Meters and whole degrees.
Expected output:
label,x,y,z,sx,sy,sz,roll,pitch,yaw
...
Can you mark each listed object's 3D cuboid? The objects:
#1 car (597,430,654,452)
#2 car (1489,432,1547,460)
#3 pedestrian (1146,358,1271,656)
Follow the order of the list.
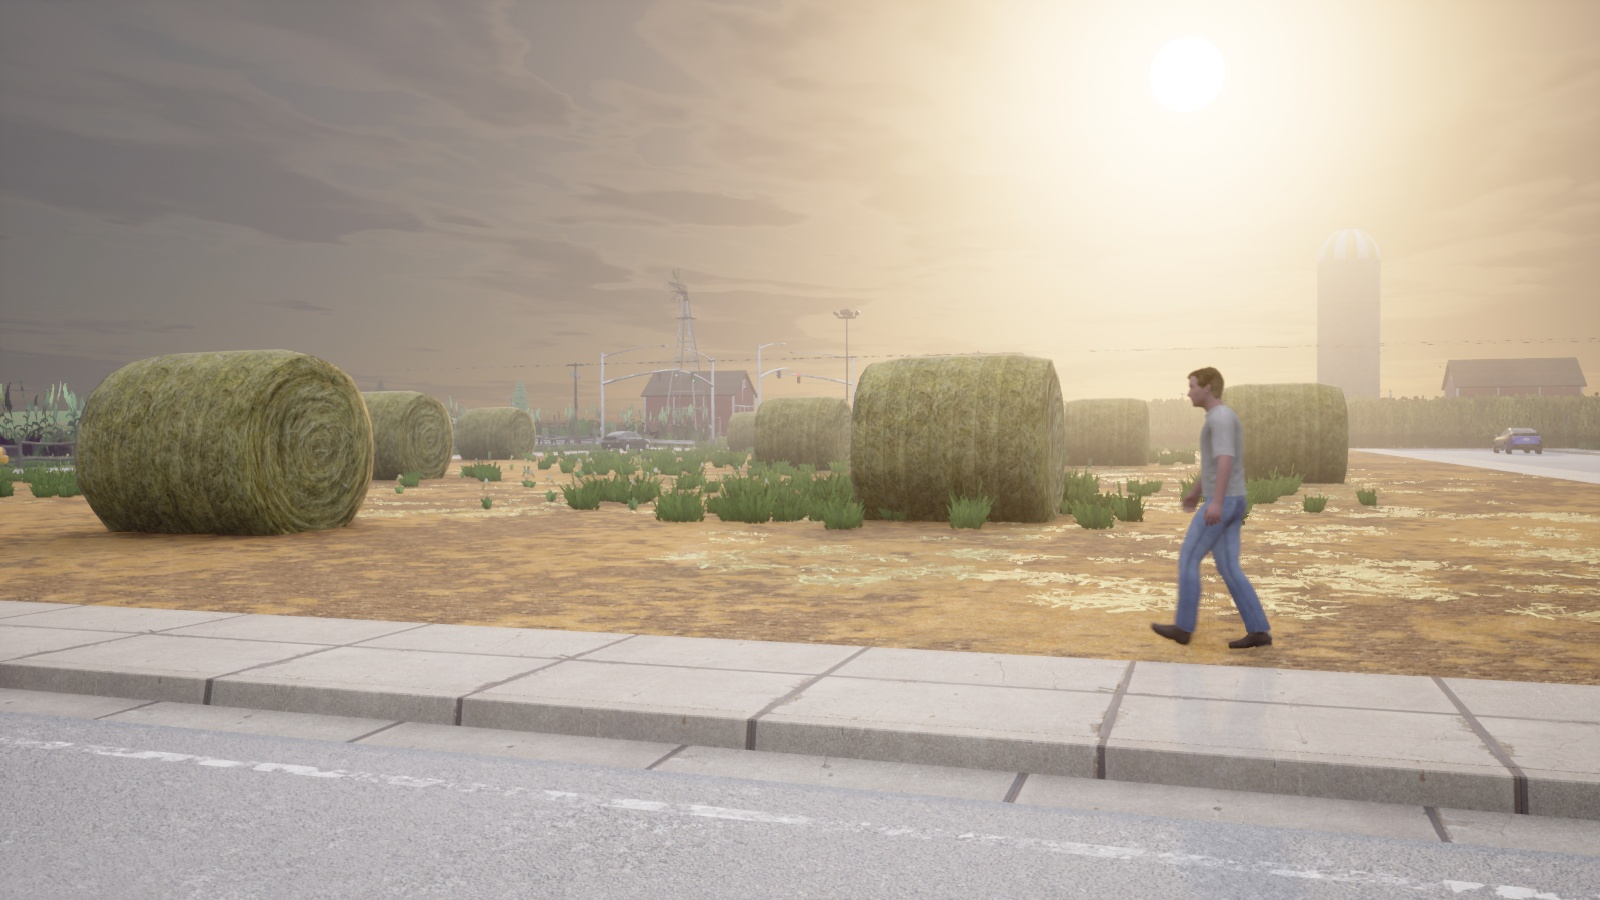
label,x,y,z,sx,sy,sz,roll,pitch,yaw
car,-12.362,-0.680,89.347,1.837,1.490,4.892,1,1,21
car,41.734,-0.267,73.097,2.007,1.525,4.514,1,1,18
pedestrian,2.609,0.346,8.015,0.706,1.836,0.354,1,1,25
